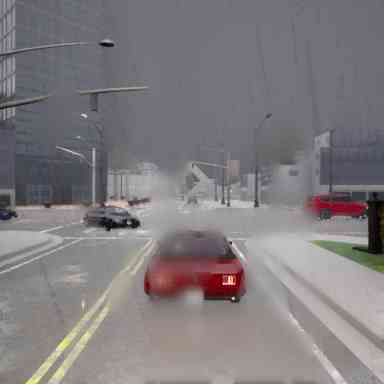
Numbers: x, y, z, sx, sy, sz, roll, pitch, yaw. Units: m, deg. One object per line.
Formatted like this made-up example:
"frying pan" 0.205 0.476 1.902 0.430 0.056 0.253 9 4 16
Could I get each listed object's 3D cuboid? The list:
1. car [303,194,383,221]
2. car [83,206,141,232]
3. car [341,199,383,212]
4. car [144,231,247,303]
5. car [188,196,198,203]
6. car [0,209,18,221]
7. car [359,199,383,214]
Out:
"car" 11.860 1.213 26.809 5.566 2.045 2.150 0 0 0
"car" -4.932 1.586 20.376 1.994 1.385 4.181 0 0 -44
"car" 19.380 1.520 37.573 4.181 1.385 1.994 0 0 -1
"car" 0.072 1.601 8.177 1.895 1.301 4.718 0 0 0
"car" 0.115 1.547 67.116 2.033 1.411 5.357 0 0 1
"car" -16.974 1.661 26.583 5.357 1.411 2.033 -1 0 0
"car" 19.883 1.480 34.078 4.674 1.442 1.812 0 0 0
